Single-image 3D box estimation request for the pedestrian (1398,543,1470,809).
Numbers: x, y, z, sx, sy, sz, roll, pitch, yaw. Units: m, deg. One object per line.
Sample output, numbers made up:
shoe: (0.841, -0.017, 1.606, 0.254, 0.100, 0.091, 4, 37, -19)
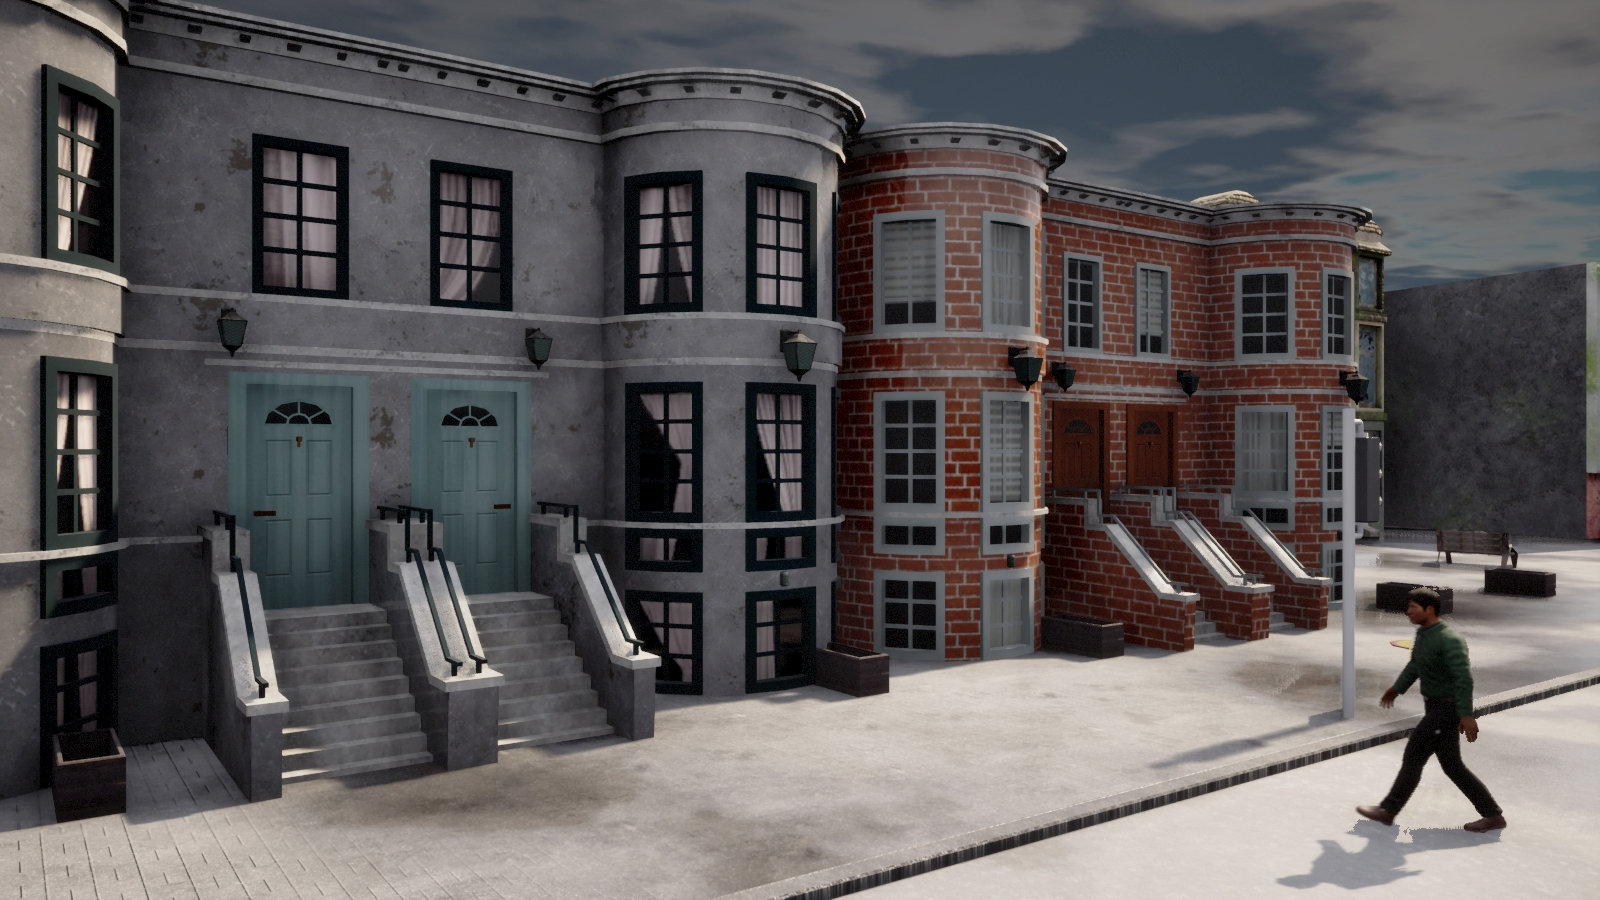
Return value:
pedestrian: (4.633, 1.629, 8.360, 0.375, 1.860, 0.375, 0, 0, 14)
